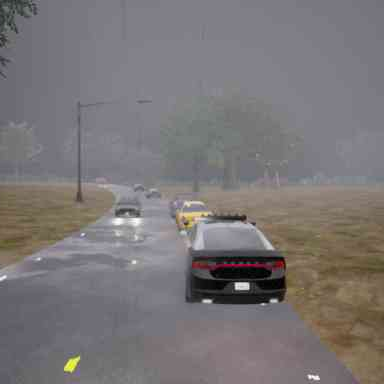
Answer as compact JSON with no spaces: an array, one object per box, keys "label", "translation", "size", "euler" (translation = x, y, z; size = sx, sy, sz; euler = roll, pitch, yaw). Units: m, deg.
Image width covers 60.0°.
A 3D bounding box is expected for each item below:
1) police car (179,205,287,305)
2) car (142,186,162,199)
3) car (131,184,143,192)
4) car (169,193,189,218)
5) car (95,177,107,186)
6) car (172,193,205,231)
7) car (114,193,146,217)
[{"label":"police car","translation":[0.747,1.356,8.213],"size":[1.930,1.638,5.238],"euler":[0,1,-2]},{"label":"car","translation":[-5.325,0.150,45.668],"size":[1.812,1.442,4.674],"euler":[0,3,-13]},{"label":"car","translation":[-10.371,-0.836,63.607],"size":[1.837,1.490,4.892],"euler":[0,3,-20]},{"label":"car","translation":[-0.568,0.863,24.193],"size":[2.097,1.767,4.553],"euler":[-1,1,-7]},{"label":"car","translation":[-24.184,-2.831,88.455],"size":[2.150,2.045,5.566],"euler":[0,3,-27]},{"label":"car","translation":[0.042,1.164,18.372],"size":[1.801,1.575,5.366],"euler":[-2,3,-5]},{"label":"car","translation":[-4.801,1.028,25.466],"size":[2.033,1.411,5.357],"euler":[0,2,-7]}]
